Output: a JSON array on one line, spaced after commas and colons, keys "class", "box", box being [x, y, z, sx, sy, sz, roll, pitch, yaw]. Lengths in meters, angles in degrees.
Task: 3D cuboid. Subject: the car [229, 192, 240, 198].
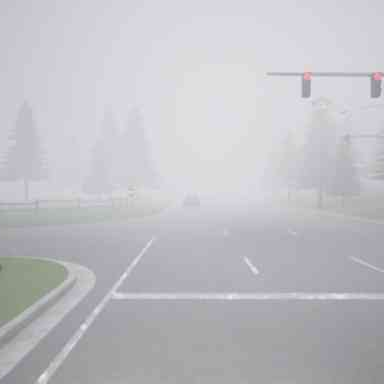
[{"class": "car", "box": [10.441, 0.745, 81.649, 1.994, 1.385, 4.181, 0, 0, 0]}]

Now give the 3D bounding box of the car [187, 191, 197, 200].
[{"class": "car", "box": [-0.052, 0.786, 71.608, 2.097, 1.767, 4.553, 0, 0, 0]}]

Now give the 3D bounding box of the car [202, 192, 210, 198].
[{"class": "car", "box": [3.441, 0.788, 81.674, 1.895, 1.301, 4.718, 0, 0, 0]}]

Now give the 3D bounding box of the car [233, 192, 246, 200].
[{"class": "car", "box": [10.448, 0.955, 71.647, 1.812, 1.442, 4.674, 0, 0, 0]}]

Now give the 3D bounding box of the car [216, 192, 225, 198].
[{"class": "car", "box": [6.941, 0.745, 81.646, 1.994, 1.385, 4.181, 0, 0, 0]}]

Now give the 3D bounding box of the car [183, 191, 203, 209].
[{"class": "car", "box": [-0.030, 1.034, 40.572, 2.097, 1.767, 4.553, 0, 0, 0]}]

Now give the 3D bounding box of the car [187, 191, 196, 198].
[{"class": "car", "box": [-0.059, 0.548, 81.610, 2.097, 1.767, 4.553, 0, 0, 0]}]

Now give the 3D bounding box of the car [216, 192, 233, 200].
[{"class": "car", "box": [6.948, 0.973, 71.228, 2.033, 1.411, 5.357, 0, 0, 0]}]

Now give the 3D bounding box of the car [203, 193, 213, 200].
[{"class": "car", "box": [3.448, 0.983, 71.642, 1.994, 1.385, 4.181, 0, 0, 0]}]
